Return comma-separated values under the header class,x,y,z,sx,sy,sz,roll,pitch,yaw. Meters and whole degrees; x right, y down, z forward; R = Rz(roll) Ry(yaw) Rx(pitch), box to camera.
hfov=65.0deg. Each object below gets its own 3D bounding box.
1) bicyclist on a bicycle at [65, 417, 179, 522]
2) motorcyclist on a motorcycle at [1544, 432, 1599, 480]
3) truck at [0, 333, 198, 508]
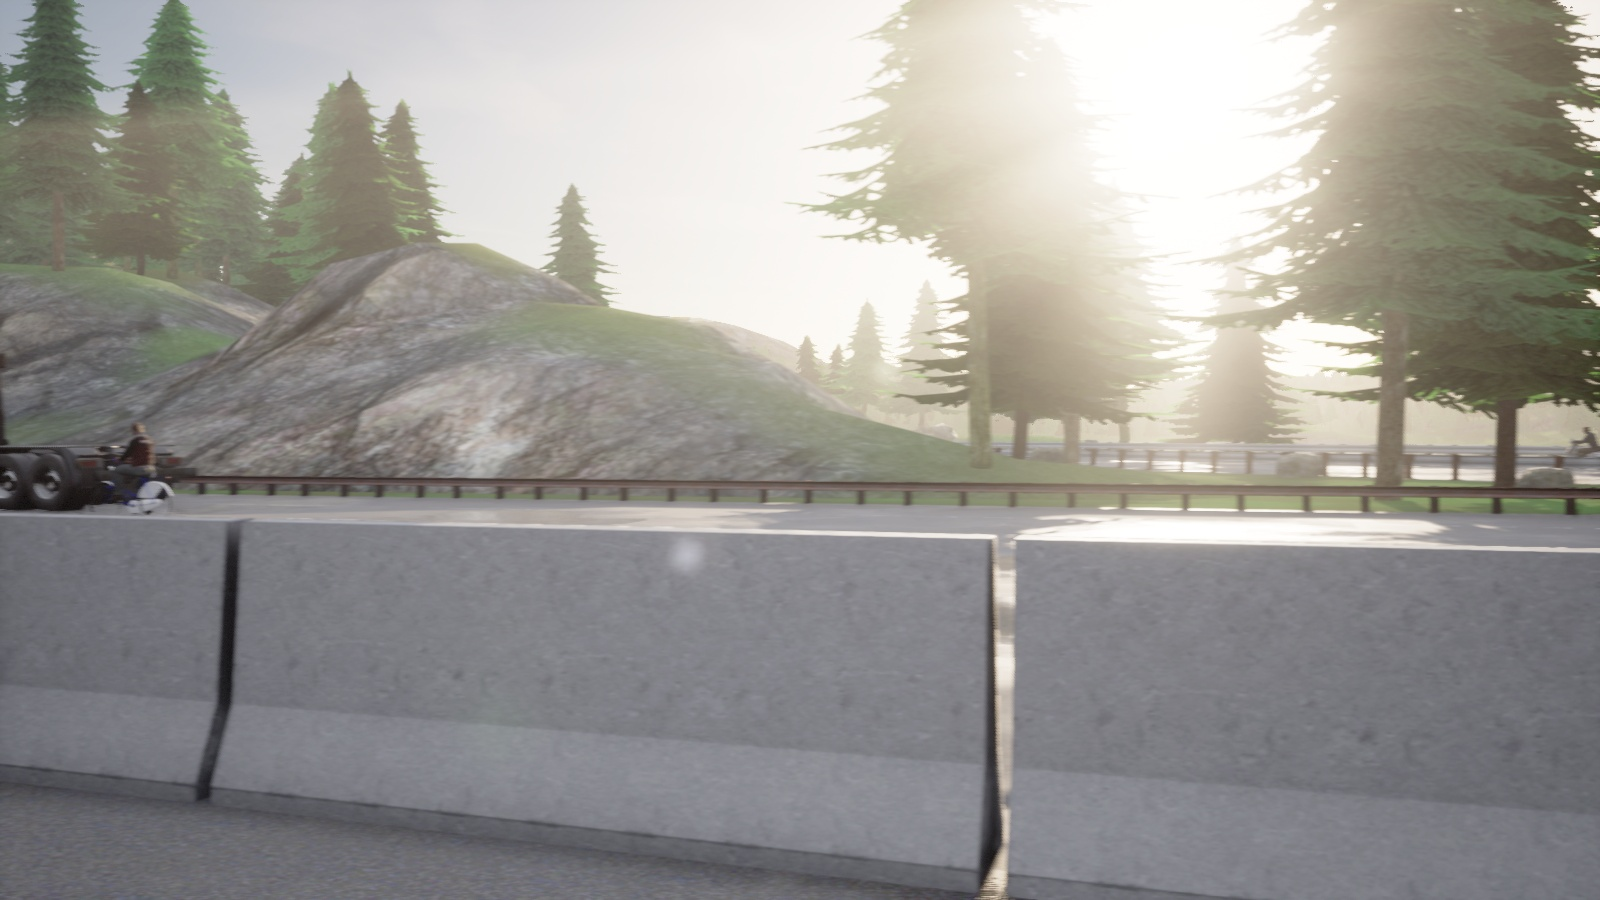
class,x,y,z,sx,sy,sz,roll,pitch,yaw
bicyclist on a bicycle,-11.848,0.318,21.946,1.843,1.776,0.659,1,1,19
motorcyclist on a motorcycle,26.235,0.192,42.276,0.866,1.590,1.817,0,1,-34
truck,-17.461,-0.639,27.514,7.936,3.462,2.891,0,1,19
